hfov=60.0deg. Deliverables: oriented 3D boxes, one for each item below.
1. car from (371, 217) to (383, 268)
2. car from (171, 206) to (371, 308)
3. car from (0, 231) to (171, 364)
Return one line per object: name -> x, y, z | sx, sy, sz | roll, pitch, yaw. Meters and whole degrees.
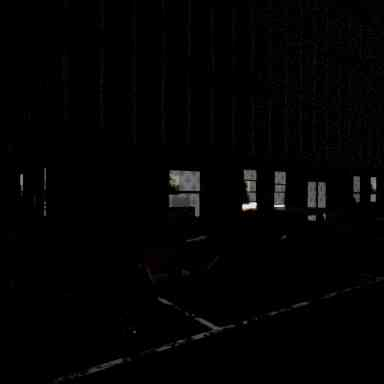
car -> 6.452, 1.561, 11.316 | 4.313, 1.339, 1.947 | 0, 0, -35
car -> 1.920, 1.314, 8.092 | 5.009, 1.841, 2.192 | 0, 0, -35
car -> -2.610, 1.440, 4.872 | 4.097, 1.590, 1.967 | 0, 0, -35
